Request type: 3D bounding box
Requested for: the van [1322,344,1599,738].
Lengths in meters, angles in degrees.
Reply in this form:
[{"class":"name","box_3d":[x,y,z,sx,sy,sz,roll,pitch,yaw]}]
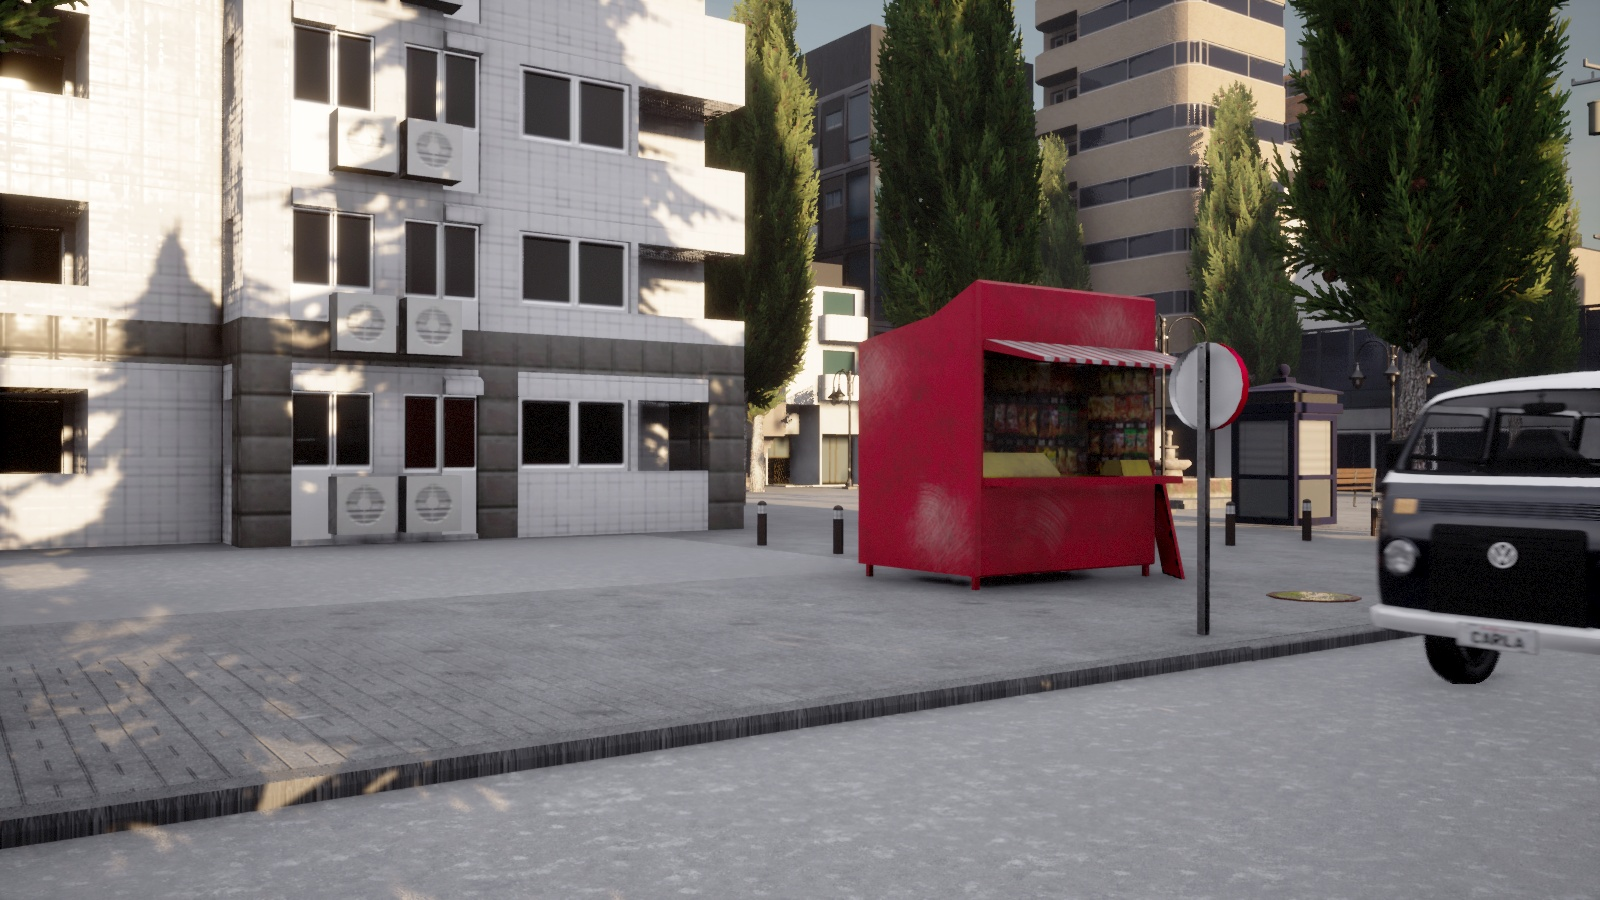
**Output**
[{"class":"van","box_3d":[5.668,0.478,8.226,4.480,2.038,2.069,0,0,-35]}]
